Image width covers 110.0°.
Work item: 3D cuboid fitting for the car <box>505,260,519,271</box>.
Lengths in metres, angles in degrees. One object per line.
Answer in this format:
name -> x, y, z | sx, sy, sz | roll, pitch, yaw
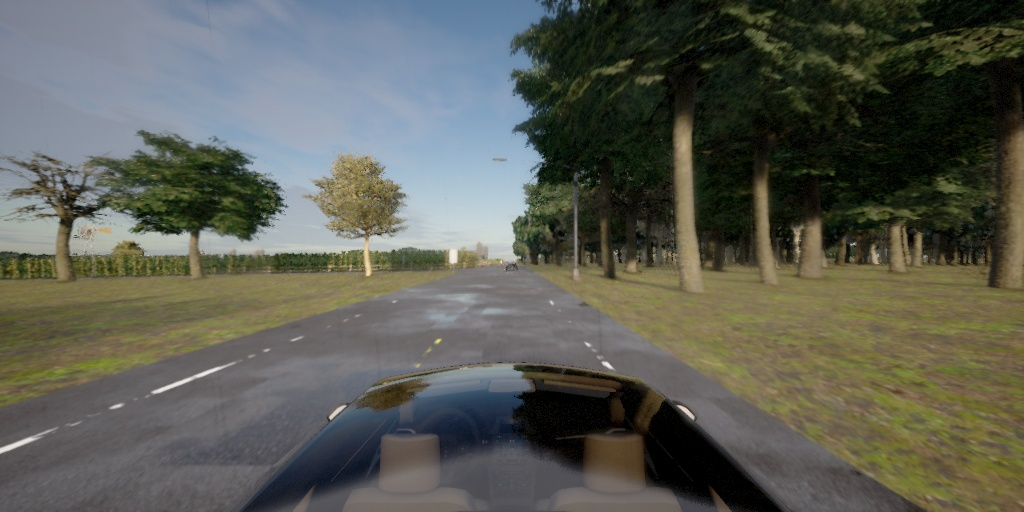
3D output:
car -> -0.017, 1.629, 55.962 | 1.837, 1.490, 4.892 | 0, -2, 0
